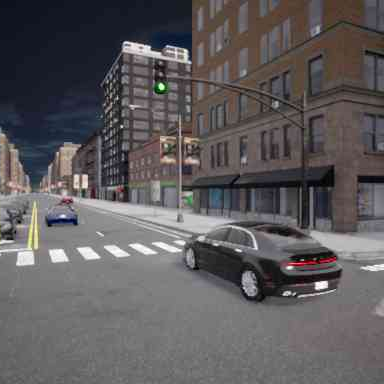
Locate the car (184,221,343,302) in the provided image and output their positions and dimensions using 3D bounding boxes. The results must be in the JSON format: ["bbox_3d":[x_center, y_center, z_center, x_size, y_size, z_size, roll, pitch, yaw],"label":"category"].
[{"bbox_3d":[1.405,1.507,8.456,1.837,1.490,4.892,0,0,-25],"label":"car"}]

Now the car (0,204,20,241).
[{"bbox_3d":[-9.773,1.537,16.475,1.812,1.442,4.674,0,0,-25],"label":"car"}]

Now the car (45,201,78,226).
[{"bbox_3d":[-9.327,1.573,23.643,1.994,1.385,4.181,0,0,-25],"label":"car"}]

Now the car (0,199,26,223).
[{"bbox_3d":[-13.704,1.517,24.851,1.837,1.490,4.892,0,0,-25],"label":"car"}]

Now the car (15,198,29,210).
[{"bbox_3d":[-17.949,1.519,33.919,1.837,1.490,4.892,0,0,-25],"label":"car"}]

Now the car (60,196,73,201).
[{"bbox_3d":[-21.507,1.488,56.957,1.882,1.535,5.008,0,0,-25],"label":"car"}]
